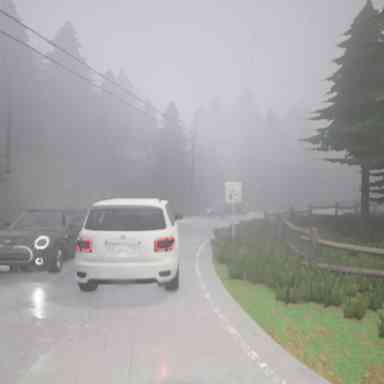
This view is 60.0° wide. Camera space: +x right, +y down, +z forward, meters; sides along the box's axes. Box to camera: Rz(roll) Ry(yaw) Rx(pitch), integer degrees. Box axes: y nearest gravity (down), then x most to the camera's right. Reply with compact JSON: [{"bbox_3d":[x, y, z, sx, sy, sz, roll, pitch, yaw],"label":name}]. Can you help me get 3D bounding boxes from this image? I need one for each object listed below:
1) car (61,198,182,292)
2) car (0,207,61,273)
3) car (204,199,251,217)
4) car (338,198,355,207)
[{"bbox_3d":[-1.434,1.174,9.000,2.150,2.045,5.566,0,0,-3],"label":"car"},{"bbox_3d":[-4.536,1.288,10.482,2.097,1.767,4.553,0,0,4],"label":"car"},{"bbox_3d":[3.088,1.356,28.631,4.902,1.511,2.128,0,0,-44],"label":"car"},{"bbox_3d":[17.895,1.364,35.980,4.902,1.511,2.128,0,0,-32],"label":"car"}]
